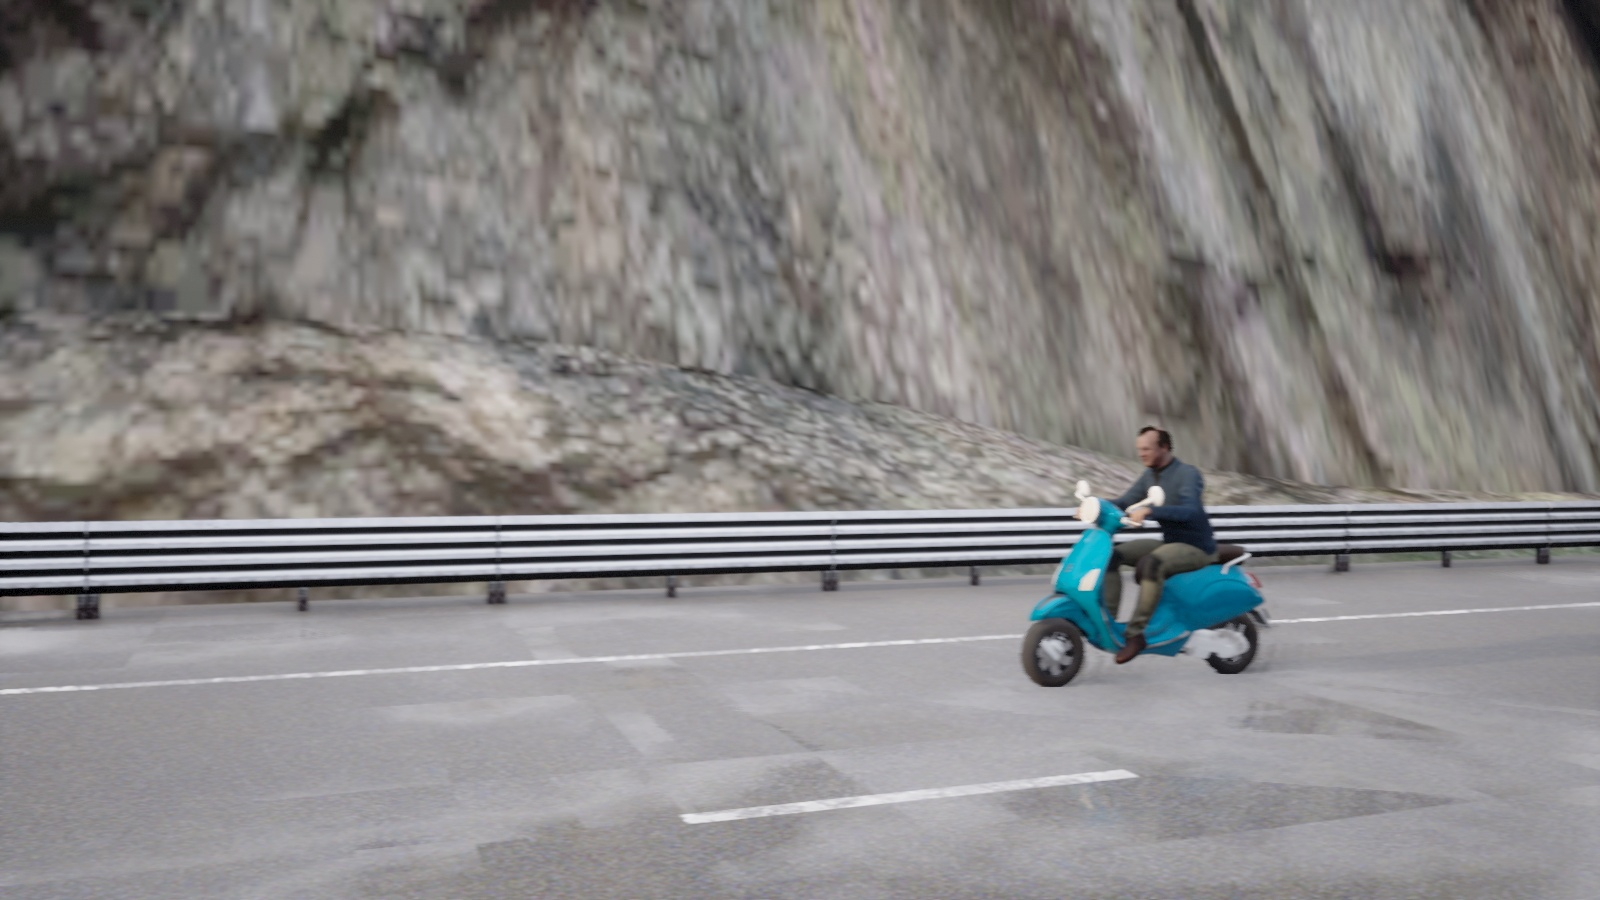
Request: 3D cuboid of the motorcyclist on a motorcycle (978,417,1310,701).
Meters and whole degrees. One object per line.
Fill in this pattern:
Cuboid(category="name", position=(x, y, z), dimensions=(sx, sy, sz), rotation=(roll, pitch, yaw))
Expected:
Cuboid(category="motorcyclist on a motorcycle", position=(2.125, 0.602, 7.789), dimensions=(1.817, 1.590, 0.866), rotation=(-1, 1, -21))
